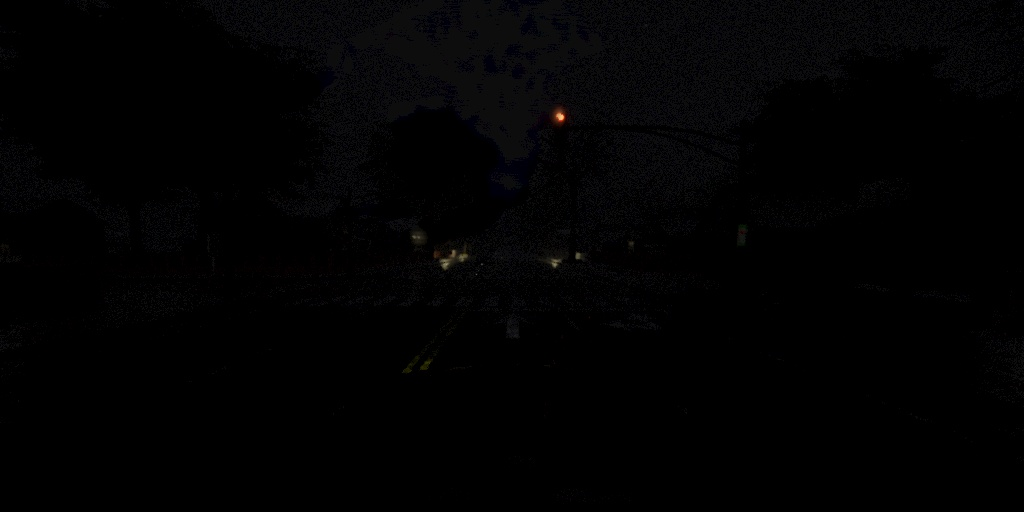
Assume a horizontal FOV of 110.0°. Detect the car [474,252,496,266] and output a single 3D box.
[{"bbox_3d":[-3.242,0.439,41.266,2.033,1.411,5.357,0,2,0],"label":"car"}]
